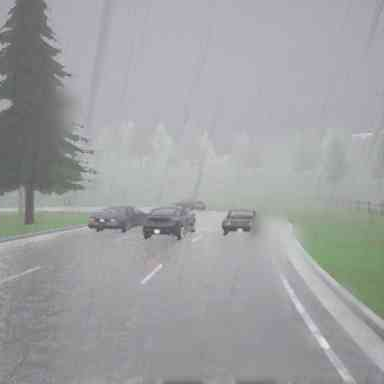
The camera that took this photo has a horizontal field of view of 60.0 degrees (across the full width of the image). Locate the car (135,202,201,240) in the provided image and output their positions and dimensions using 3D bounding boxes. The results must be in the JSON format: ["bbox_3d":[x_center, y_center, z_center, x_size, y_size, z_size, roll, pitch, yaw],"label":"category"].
[{"bbox_3d":[-1.025,1.506,17.179,1.837,1.490,4.892,0,0,13],"label":"car"}]

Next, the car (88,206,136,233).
[{"bbox_3d":[-4.075,1.535,19.761,2.033,1.411,5.357,0,0,14],"label":"car"}]

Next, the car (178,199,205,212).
[{"bbox_3d":[-0.488,1.502,38.245,2.128,1.511,4.902,1,0,-38],"label":"car"}]

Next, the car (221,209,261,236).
[{"bbox_3d":[2.883,1.620,18.640,1.895,1.301,4.718,0,0,13],"label":"car"}]
